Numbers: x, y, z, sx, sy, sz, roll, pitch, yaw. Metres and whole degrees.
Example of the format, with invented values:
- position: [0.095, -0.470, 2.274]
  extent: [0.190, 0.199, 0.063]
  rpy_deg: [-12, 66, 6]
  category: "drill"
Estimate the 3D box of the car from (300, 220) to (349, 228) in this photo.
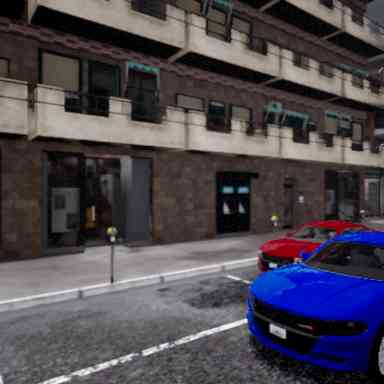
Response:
- position: [3.774, 1.509, 9.247]
  extent: [4.507, 1.381, 1.887]
  rpy_deg: [0, 0, -36]
  category: "car"

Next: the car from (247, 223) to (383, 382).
- position: [3.101, 1.453, 5.579]
  extent: [5.008, 1.535, 1.882]
  rpy_deg: [0, 0, -35]
  category: "car"
